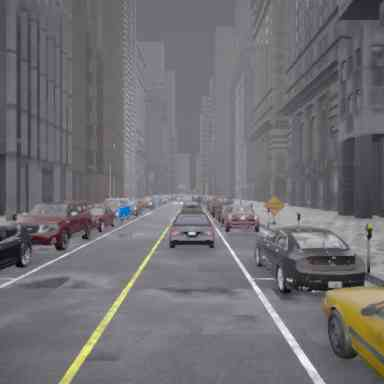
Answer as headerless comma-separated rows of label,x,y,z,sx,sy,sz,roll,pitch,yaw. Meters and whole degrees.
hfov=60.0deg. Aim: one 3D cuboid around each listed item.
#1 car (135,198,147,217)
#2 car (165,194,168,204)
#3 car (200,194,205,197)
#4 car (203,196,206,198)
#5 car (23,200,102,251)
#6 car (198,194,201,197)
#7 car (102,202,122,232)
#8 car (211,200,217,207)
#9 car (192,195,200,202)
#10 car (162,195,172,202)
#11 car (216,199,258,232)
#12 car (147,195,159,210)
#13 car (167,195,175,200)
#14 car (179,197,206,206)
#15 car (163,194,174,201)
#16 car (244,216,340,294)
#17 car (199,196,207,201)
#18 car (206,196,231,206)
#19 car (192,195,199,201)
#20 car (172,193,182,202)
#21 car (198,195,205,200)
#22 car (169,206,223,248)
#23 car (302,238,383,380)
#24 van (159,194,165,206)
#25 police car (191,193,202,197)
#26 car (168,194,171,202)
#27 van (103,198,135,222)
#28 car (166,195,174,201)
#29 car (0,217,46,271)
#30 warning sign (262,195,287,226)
car,-5.765,1.438,31.129,1.967,1.590,4.097,0,0,0
car,-5.765,1.524,59.143,1.752,1.417,4.829,0,0,0
car,2.760,1.438,53.683,1.967,1.590,4.097,0,0,0
car,2.760,1.563,42.411,1.947,1.339,4.313,0,0,0
car,-5.766,1.313,14.218,2.192,1.841,5.009,0,0,0
car,2.760,1.566,64.955,1.947,1.339,4.313,0,0,0
car,-5.765,1.543,19.856,1.887,1.381,4.507,0,0,0
car,2.760,1.564,25.502,1.947,1.339,4.313,0,0,0
car,0.900,1.462,80.753,1.801,1.575,5.366,0,0,0
car,-5.766,1.444,76.222,1.967,1.590,4.097,0,0,0
car,2.760,1.438,19.865,1.967,1.590,4.097,0,0,0
car,-5.765,1.437,42.403,1.967,1.590,4.097,0,0,0
car,-5.765,1.578,93.132,1.947,1.339,4.313,0,0,0
car,0.000,1.515,29.651,1.837,1.490,4.892,0,0,0
car,-5.766,1.322,81.859,2.192,1.841,5.009,0,0,0
car,2.760,1.549,8.593,2.008,1.369,4.403,0,0,0
car,2.760,1.589,81.865,1.802,1.307,4.206,0,0,0
car,2.759,1.313,31.138,2.192,1.841,5.009,0,0,0
car,0.900,1.488,86.563,1.882,1.535,5.008,0,0,0
car,-3.000,1.489,75.955,2.128,1.511,4.902,0,0,0
car,2.760,1.594,93.137,1.802,1.307,4.206,0,0,0
car,0.000,1.563,14.651,2.033,1.411,5.357,0,0,0
car,2.760,1.524,3.127,1.752,1.417,4.829,0,0,0
van,-5.766,1.338,53.676,1.690,1.788,3.998,0,0,0
police car,0.900,1.428,70.673,1.930,1.638,5.238,0,0,0
car,-5.765,1.550,64.948,2.008,1.369,4.403,0,0,0
van,-5.766,1.339,25.492,1.690,1.788,3.998,0,0,0
car,-5.765,1.575,87.496,1.947,1.339,4.313,0,0,0
car,-5.765,1.564,8.582,1.947,1.339,4.313,0,0,0
warning sign,5.071,1.113,20.559,1.300,1.860,1.060,0,0,0
